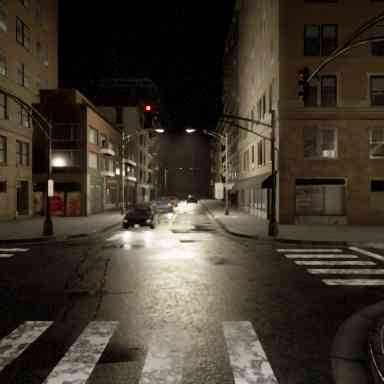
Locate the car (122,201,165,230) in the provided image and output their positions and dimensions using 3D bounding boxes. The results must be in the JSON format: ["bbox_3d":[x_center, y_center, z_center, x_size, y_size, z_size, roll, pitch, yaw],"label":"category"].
[{"bbox_3d":[-3.124,1.540,21.489,2.033,1.411,5.357,0,0,0],"label":"car"}]

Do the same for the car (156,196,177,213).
[{"bbox_3d":[-3.137,1.332,36.603,2.097,1.767,4.553,0,0,0],"label":"car"}]

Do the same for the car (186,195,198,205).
[{"bbox_3d":[0.031,1.453,59.266,2.128,1.511,4.902,0,0,0],"label":"car"}]

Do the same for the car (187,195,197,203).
[{"bbox_3d":[0.017,1.445,69.629,2.128,1.511,4.902,0,0,0],"label":"car"}]
